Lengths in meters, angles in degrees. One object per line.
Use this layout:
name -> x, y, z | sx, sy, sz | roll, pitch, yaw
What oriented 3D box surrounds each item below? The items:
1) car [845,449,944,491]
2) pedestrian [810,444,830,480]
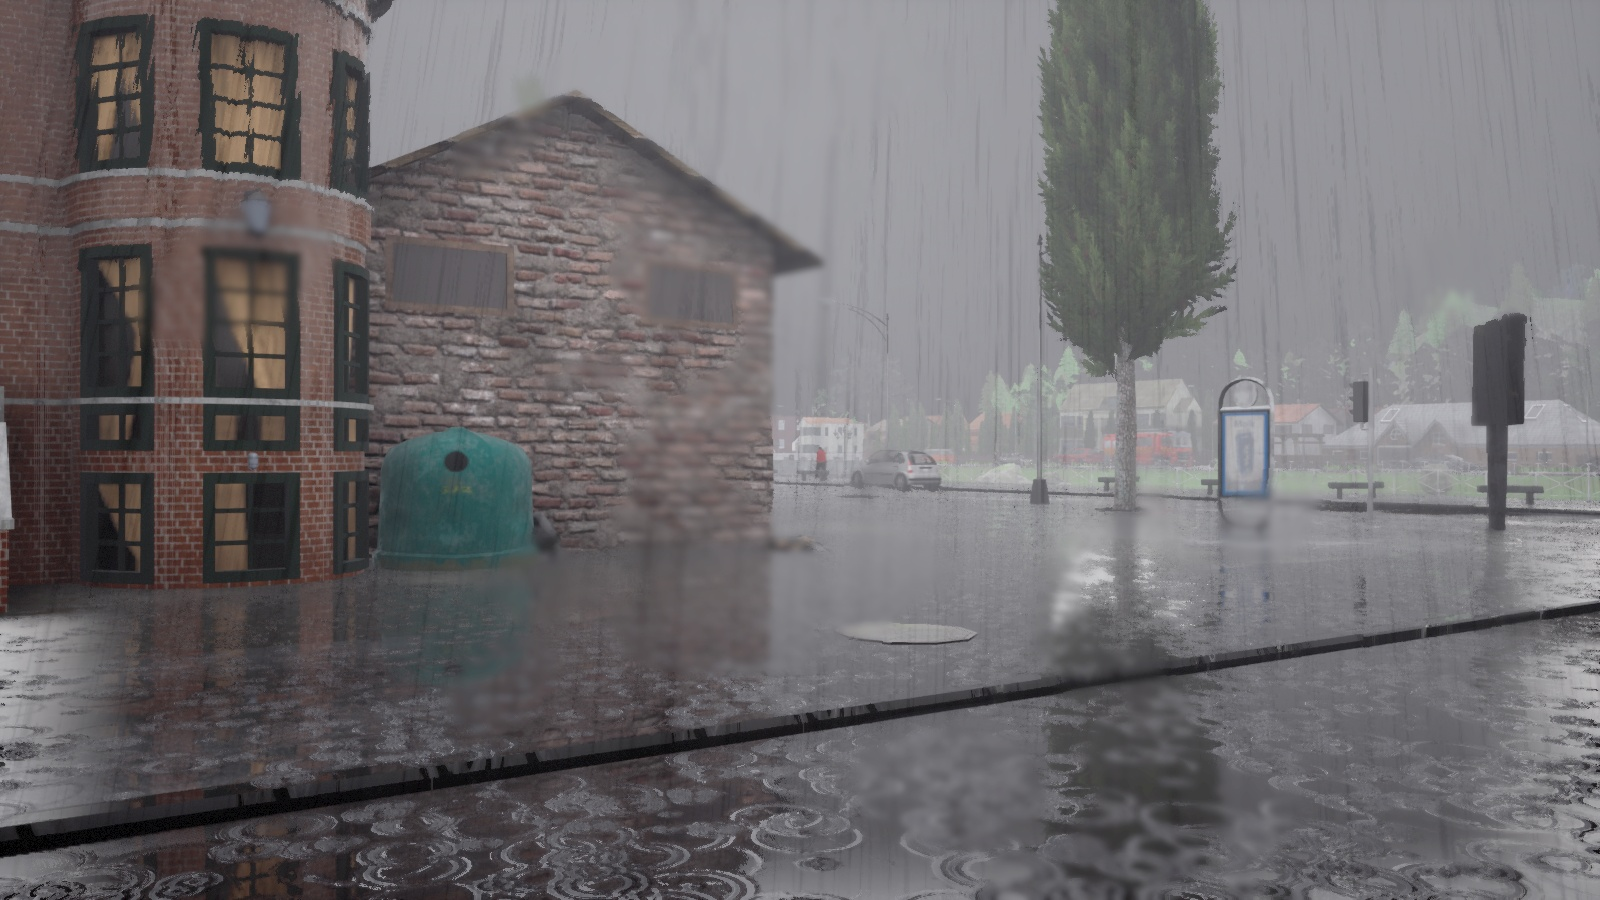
car -> 3.738, 0.758, 50.123 | 1.851, 1.617, 3.988 | 0, 0, -35
pedestrian -> 1.026, 0.612, 65.328 | 0.634, 1.844, 0.899 | 0, 0, -30
